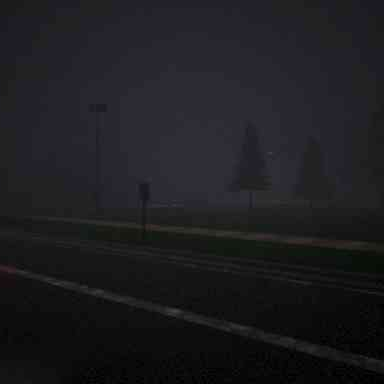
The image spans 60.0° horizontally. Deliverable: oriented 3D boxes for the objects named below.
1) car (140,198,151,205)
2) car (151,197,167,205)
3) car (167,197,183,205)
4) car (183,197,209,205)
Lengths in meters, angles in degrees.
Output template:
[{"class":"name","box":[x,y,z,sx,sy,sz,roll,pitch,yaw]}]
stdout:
[{"class":"car","box":[-8.279,1.878,67.010,1.895,1.301,4.718,0,0,35]},{"class":"car","box":[-5.189,1.761,65.362,1.837,1.490,4.892,0,0,35]},{"class":"car","box":[-2.126,1.762,63.657,1.812,1.442,4.674,0,0,35]},{"class":"car","box":[1.166,1.762,62.263,2.033,1.411,5.357,0,0,36]}]
